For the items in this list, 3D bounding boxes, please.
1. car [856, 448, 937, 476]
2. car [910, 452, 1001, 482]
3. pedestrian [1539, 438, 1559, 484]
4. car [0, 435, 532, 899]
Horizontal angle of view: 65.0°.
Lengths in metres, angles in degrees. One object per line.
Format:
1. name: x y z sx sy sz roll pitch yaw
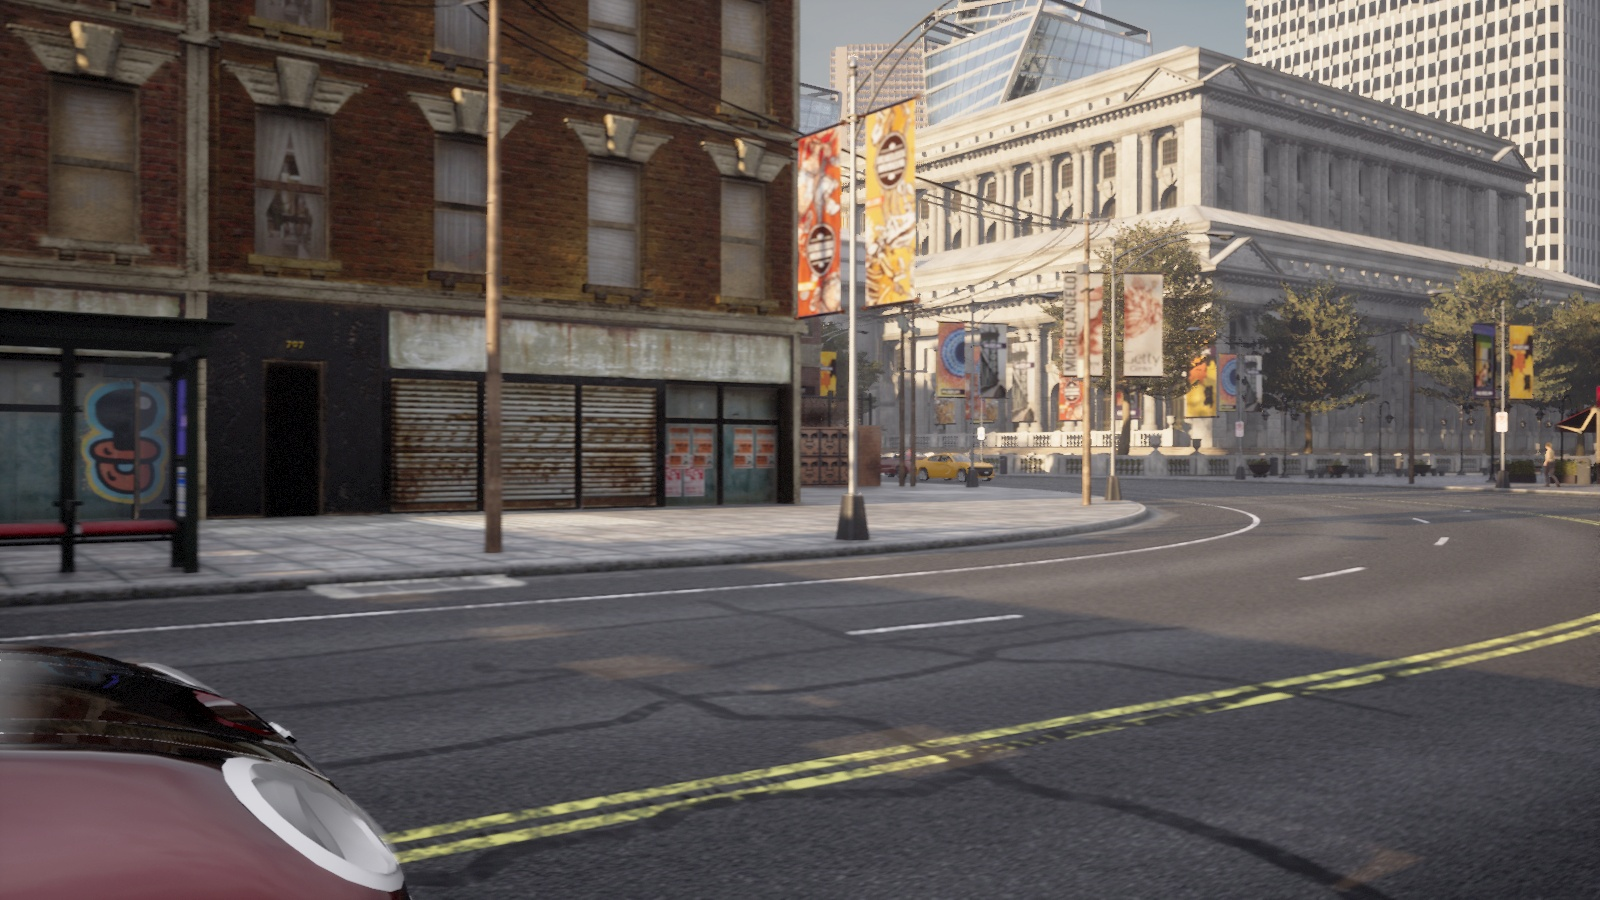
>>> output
1. car: 5.769 0.691 75.953 2.152 1.651 5.027 0 0 -35
2. car: 8.178 0.862 66.415 1.882 1.535 5.008 0 0 -35
3. pedestrian: 30.234 0.454 50.712 0.345 1.836 0.594 0 0 -18
4. car: -2.579 0.721 1.852 3.806 1.475 1.970 0 0 -35
